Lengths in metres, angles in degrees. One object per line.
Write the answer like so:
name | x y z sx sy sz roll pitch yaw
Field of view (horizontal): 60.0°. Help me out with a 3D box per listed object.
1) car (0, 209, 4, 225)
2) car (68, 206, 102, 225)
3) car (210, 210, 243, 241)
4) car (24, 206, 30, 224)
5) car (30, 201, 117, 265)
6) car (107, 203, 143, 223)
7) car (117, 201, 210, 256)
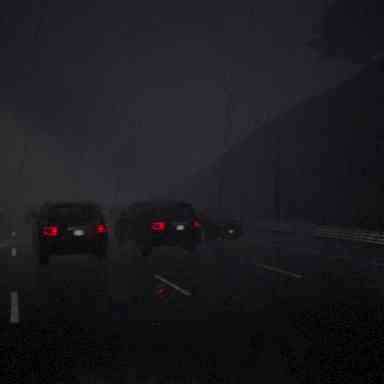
car | -15.730 1.733 25.660 1.882 1.535 5.008 0 0 -28
car | -9.093 1.891 28.104 1.895 1.301 4.718 0 -1 -28
car | 0.647 1.665 17.424 1.882 1.535 5.008 0 0 -28
car | -12.652 1.754 27.324 1.882 1.535 5.008 0 0 -28
car | -4.744 1.355 12.628 2.150 2.045 5.566 0 0 -28
car | -6.137 1.820 29.992 1.837 1.490 4.892 0 0 -29
car | -1.667 1.377 14.296 2.150 2.045 5.566 0 0 -28
